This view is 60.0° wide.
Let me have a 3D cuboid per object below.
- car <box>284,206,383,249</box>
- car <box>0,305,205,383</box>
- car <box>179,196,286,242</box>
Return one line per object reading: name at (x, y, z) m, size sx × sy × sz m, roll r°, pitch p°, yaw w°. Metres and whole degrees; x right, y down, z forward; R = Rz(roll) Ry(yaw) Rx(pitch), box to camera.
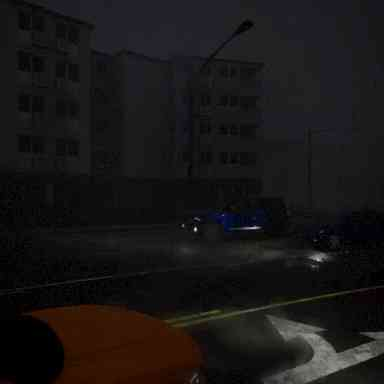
car at (6.763, 1.477, 14.315) m, size 5.008 × 1.535 × 1.882 m, roll 0°, pitch 0°, yaw -17°
car at (-2.172, 1.478, 2.081) m, size 5.008 × 1.535 × 1.882 m, roll 0°, pitch 0°, yaw -35°
car at (2.184, 1.222, 16.413) m, size 5.566 × 2.045 × 2.150 m, roll 0°, pitch 0°, yaw -21°
